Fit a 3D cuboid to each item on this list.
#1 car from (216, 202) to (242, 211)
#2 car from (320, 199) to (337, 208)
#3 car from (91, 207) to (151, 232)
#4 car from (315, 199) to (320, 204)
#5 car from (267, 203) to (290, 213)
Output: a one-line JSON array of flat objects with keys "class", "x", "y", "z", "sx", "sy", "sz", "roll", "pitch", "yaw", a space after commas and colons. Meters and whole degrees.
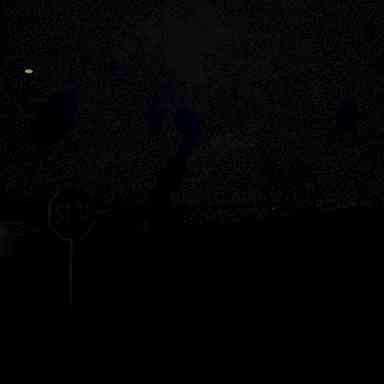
[{"class": "car", "x": 5.370, "y": 2.112, "z": 48.505, "sx": 1.895, "sy": 1.301, "sz": 4.718, "roll": 1, "pitch": 0, "yaw": 36}, {"class": "car", "x": 28.689, "y": 2.406, "z": 69.048, "sx": 1.882, "sy": 1.535, "sz": 5.008, "roll": 1, "pitch": 0, "yaw": 36}, {"class": "car", "x": -4.866, "y": 1.732, "z": 22.182, "sx": 1.882, "sy": 1.535, "sz": 5.008, "roll": 1, "pitch": 0, "yaw": 36}, {"class": "car", "x": 34.138, "y": 2.594, "z": 88.681, "sx": 2.128, "sy": 1.511, "sz": 4.902, "roll": 1, "pitch": 0, "yaw": 36}, {"class": "car", "x": 11.905, "y": 2.156, "z": 45.608, "sx": 1.994, "sy": 1.385, "sz": 4.181, "roll": 1, "pitch": 0, "yaw": 36}]
